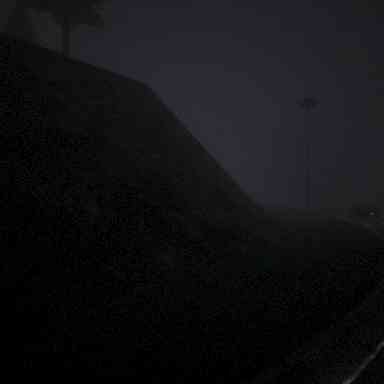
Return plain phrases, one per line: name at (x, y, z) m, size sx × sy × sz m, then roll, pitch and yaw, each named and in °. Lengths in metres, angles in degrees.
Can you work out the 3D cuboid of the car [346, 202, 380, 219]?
car at (15.820, 1.669, 30.817) m, size 1.812 × 1.442 × 4.674 m, roll 0°, pitch 0°, yaw 9°
